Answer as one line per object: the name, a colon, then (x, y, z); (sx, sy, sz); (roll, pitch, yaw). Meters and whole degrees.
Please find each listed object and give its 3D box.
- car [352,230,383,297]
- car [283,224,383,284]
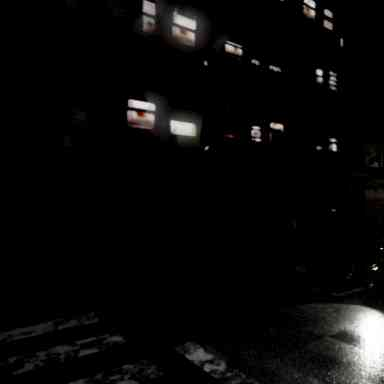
car: (5.742, 1.652, 7.464); (4.181, 1.385, 1.994); (1, 0, -35)
car: (4.574, 1.658, 9.832); (4.313, 1.339, 1.947); (1, -1, -35)
